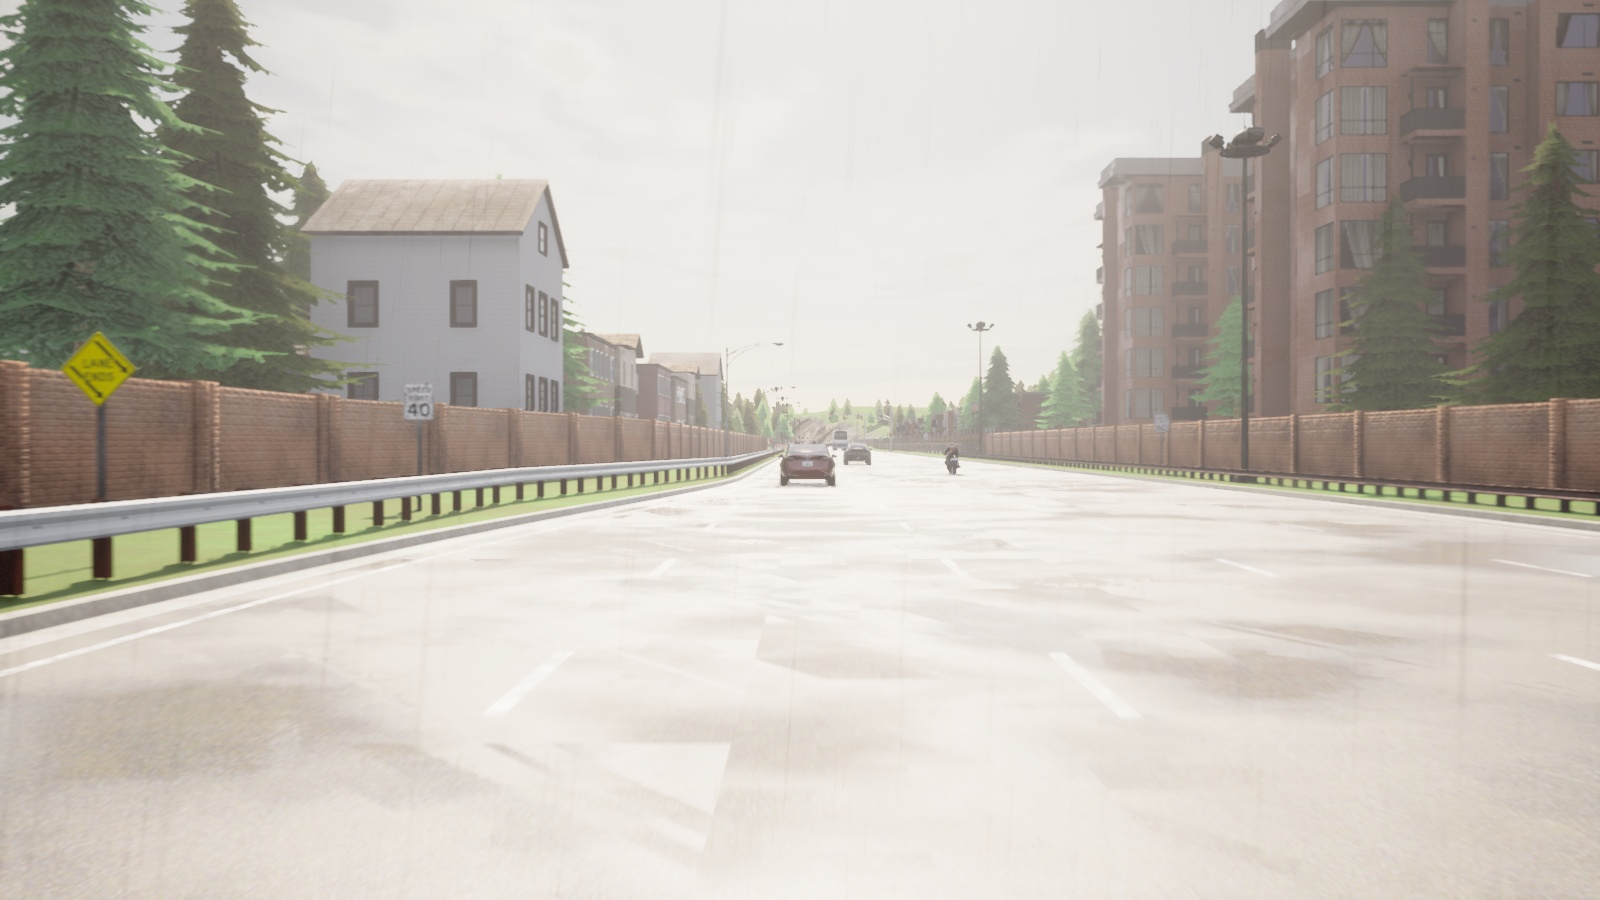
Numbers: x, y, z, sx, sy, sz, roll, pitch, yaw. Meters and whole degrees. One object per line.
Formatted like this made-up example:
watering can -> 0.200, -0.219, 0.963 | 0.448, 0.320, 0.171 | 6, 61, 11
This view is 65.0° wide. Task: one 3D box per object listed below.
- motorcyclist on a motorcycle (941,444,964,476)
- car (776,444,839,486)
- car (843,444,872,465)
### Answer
motorcyclist on a motorcycle -> 7.362, 0.471, 60.781 | 0.866, 1.530, 2.191 | 0, 0, 0
car -> 0.277, 0.507, 46.019 | 2.163, 1.488, 4.792 | 0, 0, 0
car -> 4.020, 0.294, 88.572 | 1.837, 1.490, 4.892 | 0, 0, 0
